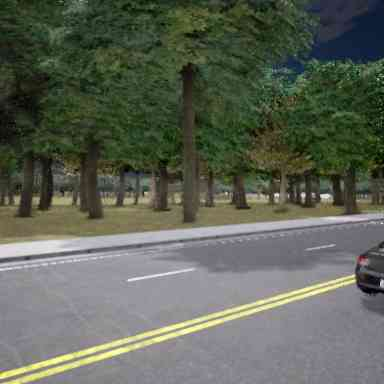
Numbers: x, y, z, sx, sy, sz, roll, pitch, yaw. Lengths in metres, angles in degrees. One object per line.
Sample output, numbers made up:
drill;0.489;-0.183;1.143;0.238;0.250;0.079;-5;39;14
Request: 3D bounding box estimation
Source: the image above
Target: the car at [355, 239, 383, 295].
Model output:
car;5.391;1.489;7.287;4.674;1.442;1.812;0;0;-36
